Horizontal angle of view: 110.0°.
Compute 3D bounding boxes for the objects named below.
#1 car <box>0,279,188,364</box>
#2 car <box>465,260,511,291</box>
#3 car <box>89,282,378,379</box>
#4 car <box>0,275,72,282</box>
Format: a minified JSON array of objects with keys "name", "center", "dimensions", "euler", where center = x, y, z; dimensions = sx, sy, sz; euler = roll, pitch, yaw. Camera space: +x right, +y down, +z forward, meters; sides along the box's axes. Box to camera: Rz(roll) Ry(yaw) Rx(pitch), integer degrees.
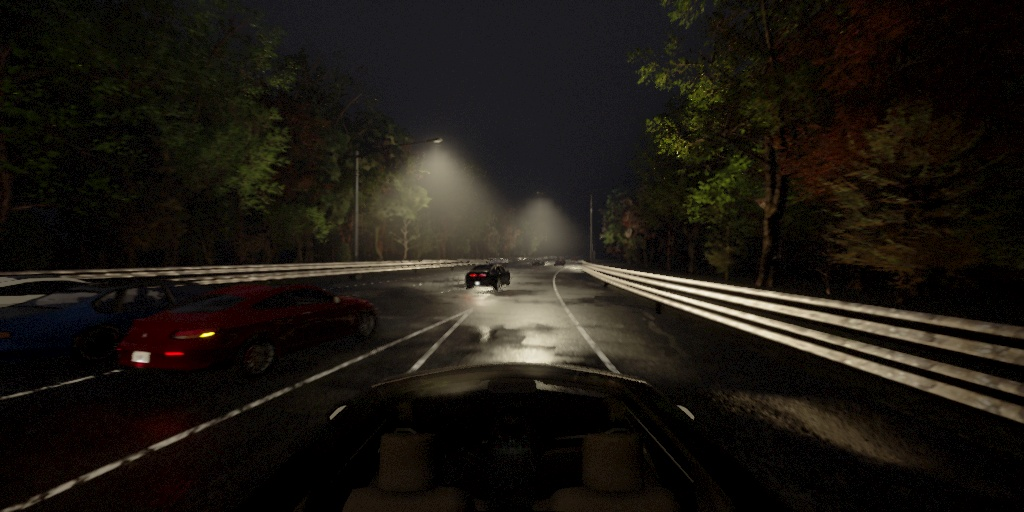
[{"name":"car","center":[-8.086,1.246,8.030],"dimensions":[2.033,1.411,5.357],"euler":[1,0,13]},{"name":"car","center":[-1.350,1.229,21.947],"dimensions":[1.837,1.490,4.892],"euler":[0,0,13]},{"name":"car","center":[-4.676,1.250,7.258],"dimensions":[1.812,1.442,4.674],"euler":[0,0,13]},{"name":"car","center":[-11.500,1.195,8.803],"dimensions":[1.812,1.442,4.674],"euler":[0,0,13]}]
